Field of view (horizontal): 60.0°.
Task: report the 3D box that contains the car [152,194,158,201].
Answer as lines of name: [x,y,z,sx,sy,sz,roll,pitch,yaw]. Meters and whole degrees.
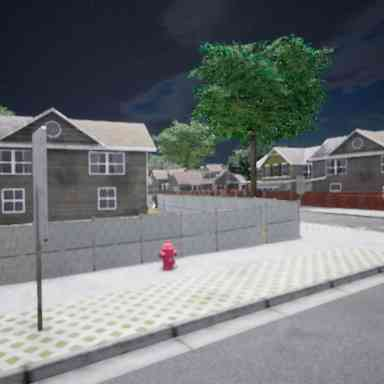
car: [-6.508,0.969,55.834,1.895,1.301,4.718,-1,1,-22]
